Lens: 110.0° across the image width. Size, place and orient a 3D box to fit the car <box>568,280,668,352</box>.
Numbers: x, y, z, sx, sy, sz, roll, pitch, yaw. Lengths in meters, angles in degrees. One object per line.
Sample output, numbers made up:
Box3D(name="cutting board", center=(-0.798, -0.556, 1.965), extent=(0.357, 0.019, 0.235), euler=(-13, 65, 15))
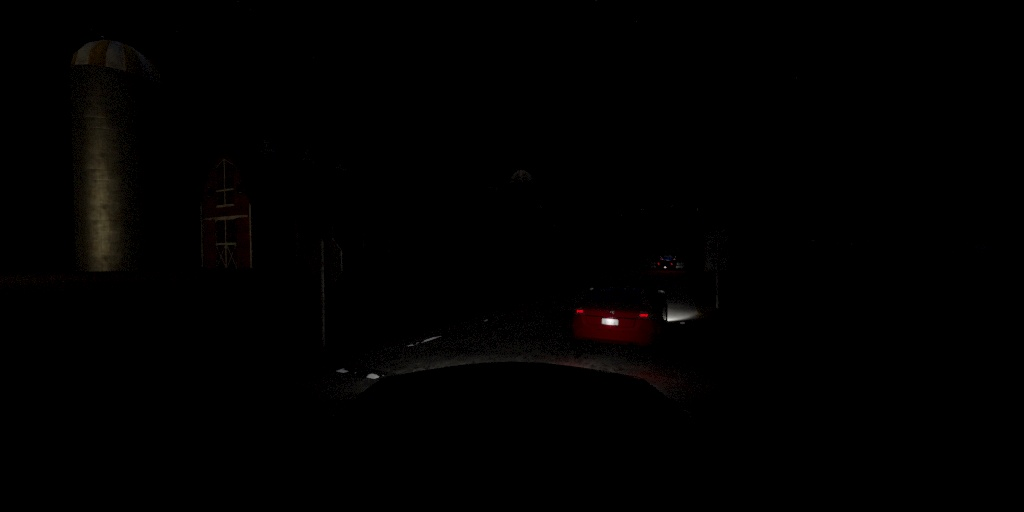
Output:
Box3D(name="car", center=(2.847, 1.306, 9.141), extent=(1.994, 1.385, 4.181), euler=(0, 0, 25))

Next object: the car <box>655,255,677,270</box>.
Box3D(name="car", center=(16.371, 0.787, 38.094), extent=(1.895, 1.301, 4.718), euler=(0, 1, 25))
